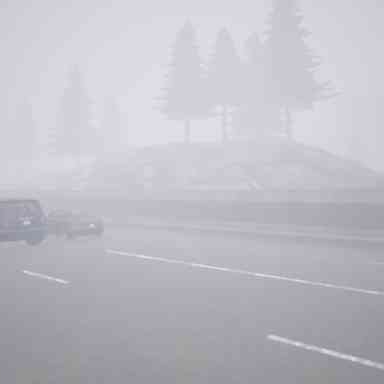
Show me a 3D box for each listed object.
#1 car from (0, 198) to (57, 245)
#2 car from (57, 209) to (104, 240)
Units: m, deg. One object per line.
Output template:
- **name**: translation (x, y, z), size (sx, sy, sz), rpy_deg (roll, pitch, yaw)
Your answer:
- **car**: translation (-8.451, 1.255, 14.129), size (5.566, 2.045, 2.150), rpy_deg (0, 0, 35)
- **car**: translation (-6.430, 1.570, 16.987), size (4.181, 1.385, 1.994), rpy_deg (0, 0, 35)
